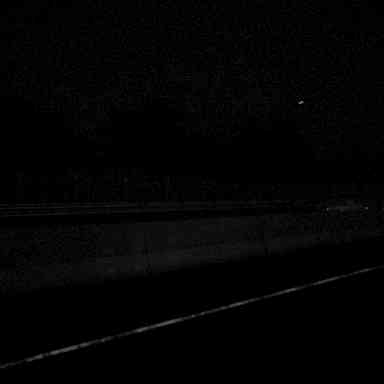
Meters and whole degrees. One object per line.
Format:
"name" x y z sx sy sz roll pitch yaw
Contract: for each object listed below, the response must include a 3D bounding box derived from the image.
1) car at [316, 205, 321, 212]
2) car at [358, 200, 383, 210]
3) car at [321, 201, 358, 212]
"car" 15.910 1.718 36.987 4.718 1.301 1.895 0 0 -36
"car" 16.949 1.454 29.112 4.553 1.767 2.097 0 0 -36
"car" 14.834 1.628 31.903 4.674 1.442 1.812 0 0 -36
